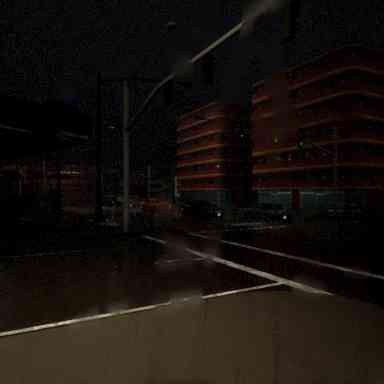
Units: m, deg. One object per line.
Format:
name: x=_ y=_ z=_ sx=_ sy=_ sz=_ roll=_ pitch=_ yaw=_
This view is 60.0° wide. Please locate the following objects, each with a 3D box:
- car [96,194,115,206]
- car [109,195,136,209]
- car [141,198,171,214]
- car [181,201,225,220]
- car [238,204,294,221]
car: x=-14.188 y=1.505 z=53.759 sx=1.837 sy=1.490 sz=4.892 roll=0 pitch=0 yaw=-30
car: x=-9.079 y=1.492 z=44.988 sx=2.128 sy=1.511 sz=4.902 roll=0 pitch=0 yaw=-30
car: x=-3.988 y=1.478 z=36.323 sx=1.882 sy=1.535 sz=5.008 roll=0 pitch=0 yaw=-30
car: x=0.879 y=1.491 z=28.045 sx=2.128 sy=1.511 sz=4.902 roll=0 pitch=0 yaw=-30
car: x=5.847 y=1.601 z=26.871 sx=1.895 sy=1.301 sz=4.718 roll=0 pitch=0 yaw=-30
